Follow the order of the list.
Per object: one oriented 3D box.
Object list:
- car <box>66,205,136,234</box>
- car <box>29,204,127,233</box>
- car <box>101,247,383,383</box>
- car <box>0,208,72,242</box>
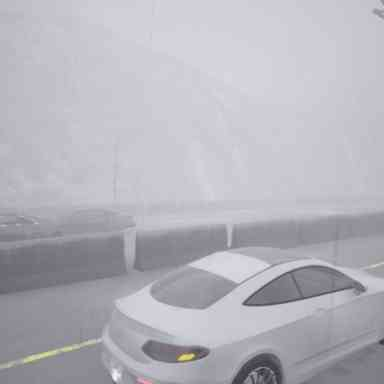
[{"bbox_3d":[-5.591,1.516,17.188,5.357,1.411,2.033,0,0,-35],"label":"car"},{"bbox_3d":[-6.930,1.512,20.531,5.357,1.411,2.033,0,0,-35],"label":"car"},{"bbox_3d":[1.139,1.506,4.557,4.674,1.442,1.812,0,0,-35],"label":"car"},{"bbox_3d":[-7.169,1.486,11.771,4.902,1.511,2.128,0,0,-35],"label":"car"}]
